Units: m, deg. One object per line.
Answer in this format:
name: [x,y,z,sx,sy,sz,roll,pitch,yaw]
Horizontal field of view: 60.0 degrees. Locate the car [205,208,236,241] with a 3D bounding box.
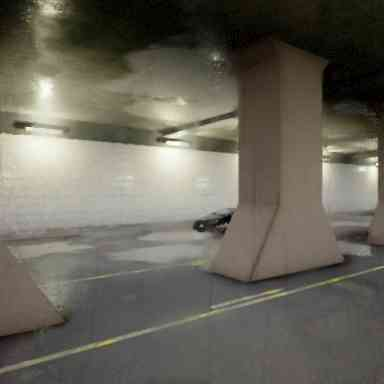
car: [3.457,1.548,15.062,5.357,1.411,2.033,0,0,-36]

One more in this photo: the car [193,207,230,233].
car: [2.127,1.565,18.412,4.181,1.385,1.994,0,0,-35]
